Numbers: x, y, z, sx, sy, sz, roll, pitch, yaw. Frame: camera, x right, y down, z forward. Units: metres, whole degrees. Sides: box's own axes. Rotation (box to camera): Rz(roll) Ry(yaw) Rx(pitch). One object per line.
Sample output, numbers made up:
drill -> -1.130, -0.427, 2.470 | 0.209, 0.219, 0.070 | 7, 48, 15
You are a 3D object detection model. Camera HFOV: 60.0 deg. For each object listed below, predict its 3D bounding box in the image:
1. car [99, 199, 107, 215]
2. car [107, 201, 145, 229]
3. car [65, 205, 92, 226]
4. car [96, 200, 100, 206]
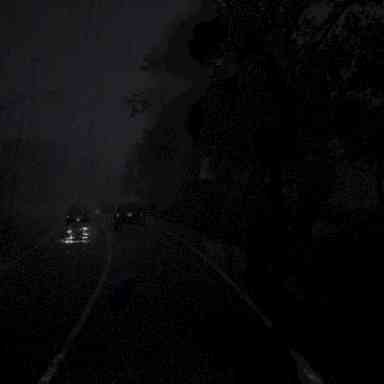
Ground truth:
car -> -10.085, 1.914, 41.069 | 1.882, 1.535, 5.008 | -2, 0, -16
car -> -4.743, 1.578, 24.047 | 2.097, 1.767, 4.553 | -2, 0, -17
car -> -9.458, 1.887, 27.745 | 2.128, 1.511, 4.902 | -2, 0, -18
car -> -18.248, 2.154, 68.018 | 1.812, 1.442, 4.674 | -1, 0, -5
